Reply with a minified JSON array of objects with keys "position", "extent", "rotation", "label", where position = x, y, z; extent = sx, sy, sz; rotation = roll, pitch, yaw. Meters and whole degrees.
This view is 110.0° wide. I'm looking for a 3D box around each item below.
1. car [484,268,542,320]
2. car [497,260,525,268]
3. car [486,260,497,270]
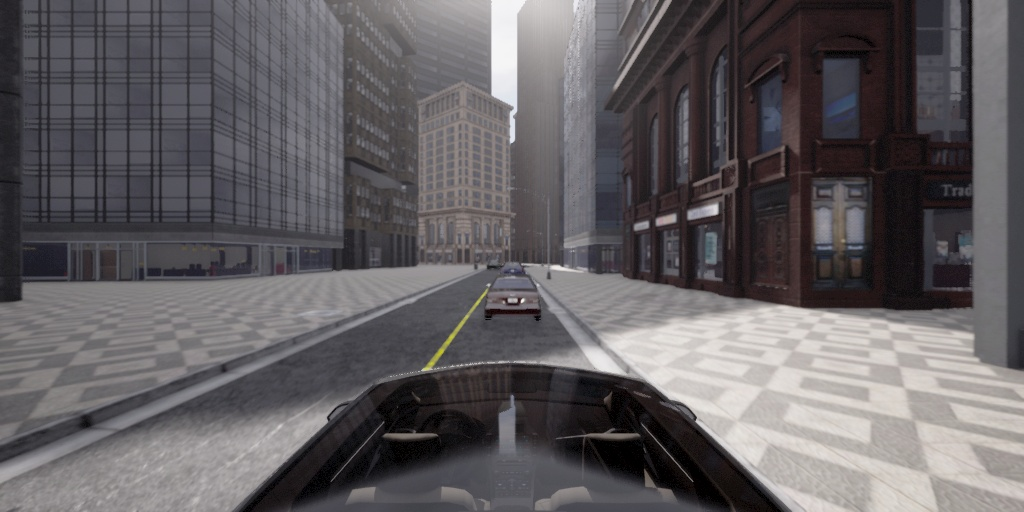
[{"position":[0.043,1.334,12.831],"extent":[2.033,1.411,5.357],"rotation":[0,0,0],"label":"car"},{"position":[0.063,1.227,31.250],"extent":[2.097,1.767,4.553],"rotation":[0,0,0],"label":"car"},{"position":[-2.899,1.389,57.273],"extent":[2.097,1.767,4.553],"rotation":[0,0,2],"label":"car"}]
